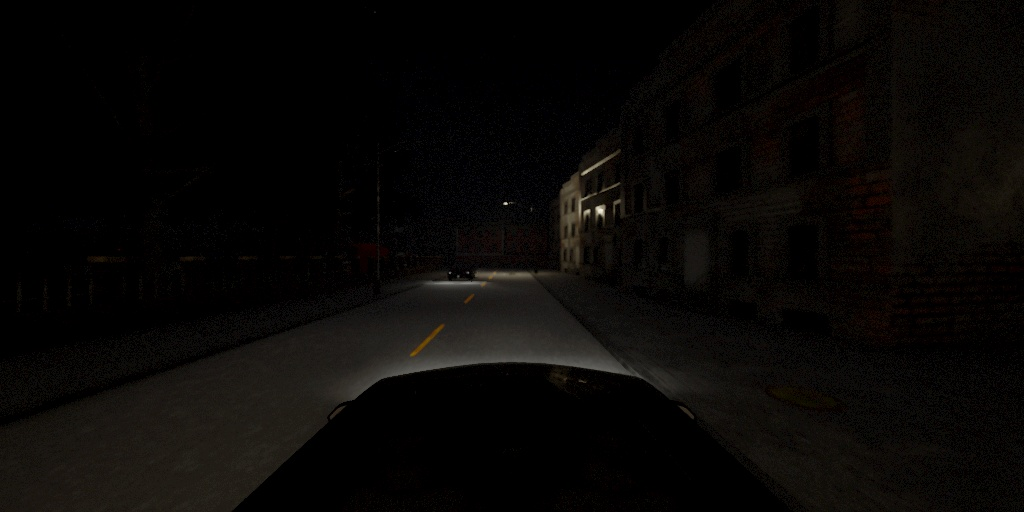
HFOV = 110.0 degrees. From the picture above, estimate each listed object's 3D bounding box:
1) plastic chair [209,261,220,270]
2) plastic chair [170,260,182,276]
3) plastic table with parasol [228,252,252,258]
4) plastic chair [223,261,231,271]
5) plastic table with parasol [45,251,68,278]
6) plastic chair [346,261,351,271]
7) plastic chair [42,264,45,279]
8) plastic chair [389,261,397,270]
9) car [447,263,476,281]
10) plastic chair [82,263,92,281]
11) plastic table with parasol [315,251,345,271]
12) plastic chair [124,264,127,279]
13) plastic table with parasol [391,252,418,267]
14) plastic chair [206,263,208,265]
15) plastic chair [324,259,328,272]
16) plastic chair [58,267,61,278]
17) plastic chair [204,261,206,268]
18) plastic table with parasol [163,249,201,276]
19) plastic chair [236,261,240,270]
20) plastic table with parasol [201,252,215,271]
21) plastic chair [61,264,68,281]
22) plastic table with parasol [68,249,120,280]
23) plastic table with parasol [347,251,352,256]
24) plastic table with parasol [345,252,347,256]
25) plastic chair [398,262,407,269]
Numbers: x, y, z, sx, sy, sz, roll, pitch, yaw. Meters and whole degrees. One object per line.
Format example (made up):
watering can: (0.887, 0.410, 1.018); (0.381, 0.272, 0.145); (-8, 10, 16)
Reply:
plastic chair: (-38.576, 1.338, 46.601); (0.730, 1.272, 0.750); (0, 0, -40)
plastic chair: (-30.639, 1.161, 32.900); (0.750, 1.272, 0.730); (0, 0, -39)
plastic table with parasol: (-35.106, 0.700, 46.302); (2.482, 2.480, 2.482); (0, 0, -40)
plastic chair: (-36.080, 1.312, 45.401); (0.730, 1.272, 0.750); (0, 0, -35)
plastic table with parasol: (-39.312, 0.684, 32.193); (2.482, 2.480, 2.482); (0, 0, -40)
plastic chair: (-16.713, 1.339, 37.613); (0.730, 1.272, 0.750); (0, 0, -35)
plastic chair: (-40.286, 1.316, 31.293); (0.730, 1.272, 0.750); (0, 0, -35)
plastic chair: (-14.072, 1.339, 41.442); (0.730, 1.272, 0.750); (0, 0, -35)
car: (-4.123, 1.276, 29.846); (1.812, 1.442, 4.674); (0, 0, 0)
plastic chair: (-33.261, 1.296, 28.453); (0.750, 1.272, 0.730); (0, 0, -40)
plastic table with parasol: (-20.558, 0.675, 39.970); (2.482, 2.480, 2.482); (0, 0, -38)
plastic chair: (-32.973, 1.293, 30.189); (0.730, 1.272, 0.750); (0, 0, -40)
plastic table with parasol: (-13.098, 0.735, 42.343); (2.482, 2.480, 2.482); (0, 0, -40)
plastic chair: (-38.864, 1.339, 44.866); (0.750, 1.272, 0.730); (0, 0, -40)
plastic chair: (-19.737, 1.267, 39.125); (0.750, 1.272, 0.730); (0, 0, -44)
plastic chair: (-38.580, 1.311, 31.196); (0.750, 1.272, 0.730); (0, 0, -40)
plastic chair: (-30.355, 1.220, 34.653); (0.730, 1.272, 0.750); (0, 0, -40)
plastic table with parasol: (-31.347, 0.621, 33.871); (2.482, 2.480, 2.482); (0, 0, -39)
plastic chair: (-34.373, 1.275, 45.306); (0.750, 1.272, 0.730); (0, 0, -40)
plastic table with parasol: (-39.597, 0.736, 45.865); (2.482, 2.480, 2.482); (0, 0, -40)
plastic chair: (-34.967, 1.306, 28.551); (0.730, 1.272, 0.750); (0, 0, -35)
plastic table with parasol: (-33.994, 0.695, 29.452); (2.482, 2.480, 2.482); (0, 0, -40)
plastic table with parasol: (-15.740, 0.735, 38.514); (2.482, 2.480, 2.482); (0, 0, -40)
plastic table with parasol: (-21.017, 0.631, 45.901); (2.482, 2.480, 2.482); (0, 0, -38)
plastic chair: (-12.366, 1.339, 41.344); (0.750, 1.272, 0.730); (0, 0, -40)
